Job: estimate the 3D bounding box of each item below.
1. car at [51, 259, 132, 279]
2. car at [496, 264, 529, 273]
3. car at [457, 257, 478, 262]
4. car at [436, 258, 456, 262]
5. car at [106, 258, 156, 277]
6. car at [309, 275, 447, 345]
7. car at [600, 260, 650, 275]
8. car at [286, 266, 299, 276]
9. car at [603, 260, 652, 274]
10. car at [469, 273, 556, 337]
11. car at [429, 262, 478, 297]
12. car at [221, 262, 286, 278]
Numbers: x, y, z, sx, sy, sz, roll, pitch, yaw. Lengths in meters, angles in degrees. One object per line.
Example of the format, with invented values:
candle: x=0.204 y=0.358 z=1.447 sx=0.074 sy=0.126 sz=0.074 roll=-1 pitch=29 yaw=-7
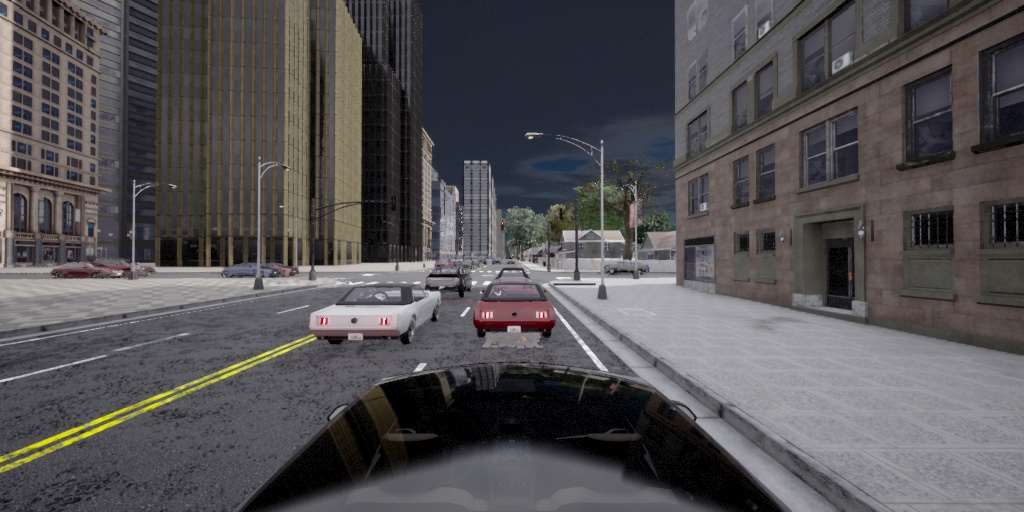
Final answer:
car: x=-35.586 y=1.232 z=30.141 sx=4.674 sy=1.442 sz=1.812 roll=0 pitch=-1 yaw=-5
car: x=0.038 y=1.315 z=18.981 sx=1.994 sy=1.385 sz=4.181 roll=0 pitch=0 yaw=0
car: x=-6.770 y=1.256 z=54.487 sx=1.837 sy=1.490 sz=4.892 roll=0 pitch=0 yaw=0
car: x=-10.018 y=1.104 z=52.660 sx=2.097 sy=1.767 sz=4.553 roll=0 pitch=0 yaw=0
car: x=-36.162 y=1.089 z=33.348 sx=4.553 sy=1.767 sz=2.097 roll=0 pitch=-1 yaw=-5
car: x=-3.181 y=1.352 z=9.502 sx=1.895 sy=1.301 sz=4.718 roll=0 pitch=0 yaw=0
car: x=11.839 y=1.262 z=38.034 sx=4.902 sy=1.511 sz=2.128 roll=0 pitch=-1 yaw=0
car: x=-22.831 y=1.304 z=34.265 sx=4.181 sy=1.385 sz=1.994 roll=0 pitch=-1 yaw=-3
car: x=13.231 y=1.281 z=41.281 sx=5.008 sy=1.535 sz=1.882 roll=0 pitch=-1 yaw=0
car: x=0.052 y=1.350 z=10.224 sx=1.895 sy=1.301 sz=4.718 roll=0 pitch=0 yaw=0
car: x=-3.209 y=1.243 z=18.756 sx=2.128 sy=1.511 sz=4.902 roll=0 pitch=0 yaw=0
car: x=-22.543 y=1.271 z=31.024 sx=4.181 sy=1.385 sz=1.994 roll=0 pitch=-1 yaw=-3
